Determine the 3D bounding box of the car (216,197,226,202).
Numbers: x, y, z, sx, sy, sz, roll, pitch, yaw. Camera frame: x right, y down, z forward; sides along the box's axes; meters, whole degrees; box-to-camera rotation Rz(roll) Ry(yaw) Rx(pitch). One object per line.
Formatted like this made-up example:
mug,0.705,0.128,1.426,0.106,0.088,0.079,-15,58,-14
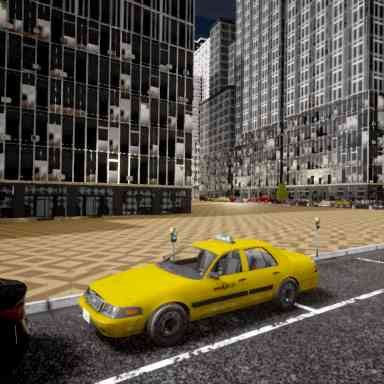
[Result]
car,7.881,1.845,79.289,1.752,1.417,4.829,1,-1,-22

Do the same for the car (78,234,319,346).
car,0.410,1.528,6.323,4.829,1.417,1.752,0,1,-35

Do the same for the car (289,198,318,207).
car,18.363,1.715,53.552,2.008,1.369,4.403,1,-1,-22

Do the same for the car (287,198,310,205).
car,21.434,1.927,66.900,2.008,1.369,4.403,1,-1,-22

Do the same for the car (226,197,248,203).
car,9.927,1.729,74.269,1.967,1.590,4.097,1,-1,-22

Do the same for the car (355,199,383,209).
car,27.765,1.833,51.356,2.008,1.369,4.403,1,-1,-22

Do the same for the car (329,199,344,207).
car,25.591,1.840,56.695,1.752,1.417,4.829,1,-1,-22

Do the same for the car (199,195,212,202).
car,3.601,1.698,89.806,2.192,1.841,5.009,1,-1,-22

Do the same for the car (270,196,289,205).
car,16.255,1.636,58.732,1.967,1.590,4.097,1,-1,-22

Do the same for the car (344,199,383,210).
car,22.581,1.653,43.194,2.008,1.369,4.403,1,-1,-22

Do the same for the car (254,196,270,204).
car,17.217,1.753,77.265,2.192,1.841,5.009,1,-1,-22

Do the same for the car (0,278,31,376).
car,-3.954,1.565,3.265,4.313,1.339,1.947,0,1,-36

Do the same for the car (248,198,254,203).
car,15.103,2.051,82.443,1.802,1.307,4.206,1,-1,-22
